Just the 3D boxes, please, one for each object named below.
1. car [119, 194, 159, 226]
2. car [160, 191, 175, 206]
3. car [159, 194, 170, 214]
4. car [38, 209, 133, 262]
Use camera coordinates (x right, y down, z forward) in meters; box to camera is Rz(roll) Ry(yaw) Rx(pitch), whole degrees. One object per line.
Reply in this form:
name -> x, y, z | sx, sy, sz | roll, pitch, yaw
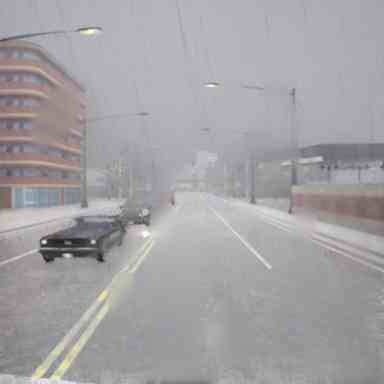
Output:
car -> -3.602, 1.186, 21.736 | 2.097, 1.767, 4.553 | 0, 1, -1
car -> -3.541, 0.835, 47.113 | 2.150, 2.045, 5.566 | 0, 0, 0
car -> -3.583, 1.238, 31.641 | 2.128, 1.511, 4.902 | 0, 0, 0
car -> -3.603, 1.522, 11.868 | 1.895, 1.301, 4.718 | 0, 1, 0
